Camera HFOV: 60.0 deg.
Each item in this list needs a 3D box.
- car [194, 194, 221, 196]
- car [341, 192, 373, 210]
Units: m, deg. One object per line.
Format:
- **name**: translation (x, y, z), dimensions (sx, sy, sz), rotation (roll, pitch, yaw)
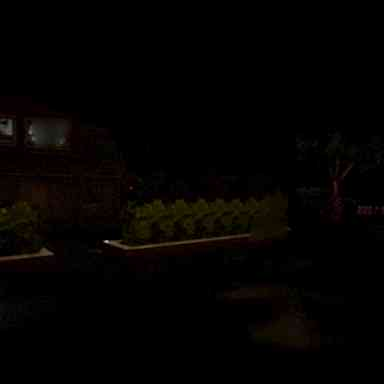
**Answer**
- **car**: translation (1.975, 1.198, 30.307), dimensions (2.150, 2.045, 5.566), rotation (0, 0, -35)
- **car**: translation (17.595, 0.942, 36.348), dimensions (3.866, 1.878, 1.905), rotation (0, 0, 0)
